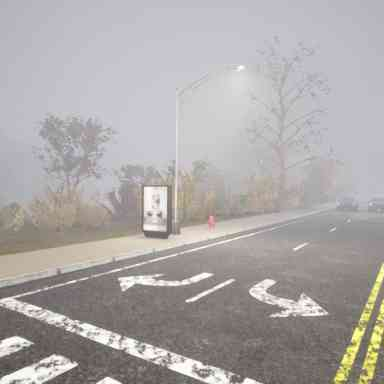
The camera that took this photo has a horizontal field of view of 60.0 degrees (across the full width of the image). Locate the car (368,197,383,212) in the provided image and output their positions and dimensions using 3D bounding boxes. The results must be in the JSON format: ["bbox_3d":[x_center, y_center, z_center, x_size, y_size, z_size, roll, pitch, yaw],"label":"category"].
[{"bbox_3d":[21.474,1.392,38.124,2.097,1.767,4.553,0,0,30],"label":"car"}]

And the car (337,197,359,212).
[{"bbox_3d":[18.670,1.390,39.767,2.097,1.767,4.553,0,0,30],"label":"car"}]
